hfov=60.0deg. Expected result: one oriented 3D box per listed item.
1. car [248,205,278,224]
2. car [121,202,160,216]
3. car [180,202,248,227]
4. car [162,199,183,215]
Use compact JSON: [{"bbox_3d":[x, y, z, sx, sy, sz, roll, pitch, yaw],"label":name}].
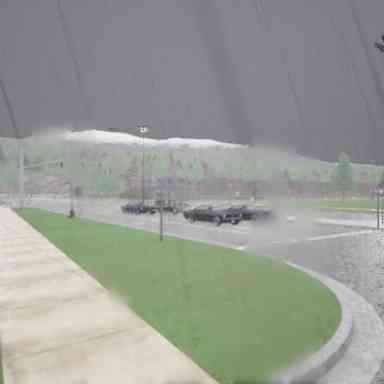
[{"bbox_3d":[4.277,1.633,25.608,1.895,1.301,4.718,0,0,-35],"label":"car"},{"bbox_3d":[-5.322,1.627,33.220,1.895,1.301,4.718,0,0,-35],"label":"car"},{"bbox_3d":[1.434,1.627,23.566,1.895,1.301,4.718,0,0,-35],"label":"car"},{"bbox_3d":[-1.853,1.522,34.361,2.128,1.511,4.902,0,0,-35],"label":"car"}]
